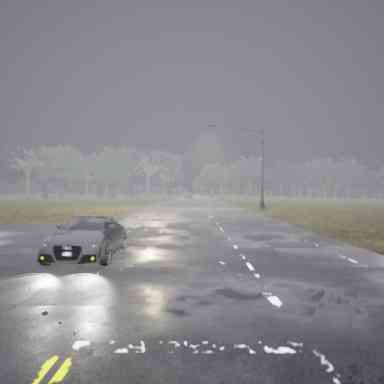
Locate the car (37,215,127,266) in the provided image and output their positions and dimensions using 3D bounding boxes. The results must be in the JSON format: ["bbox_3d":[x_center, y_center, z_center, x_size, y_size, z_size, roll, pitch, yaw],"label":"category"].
[{"bbox_3d":[-3.487,1.507,11.288,1.994,1.385,4.181,1,1,0],"label":"car"}]
